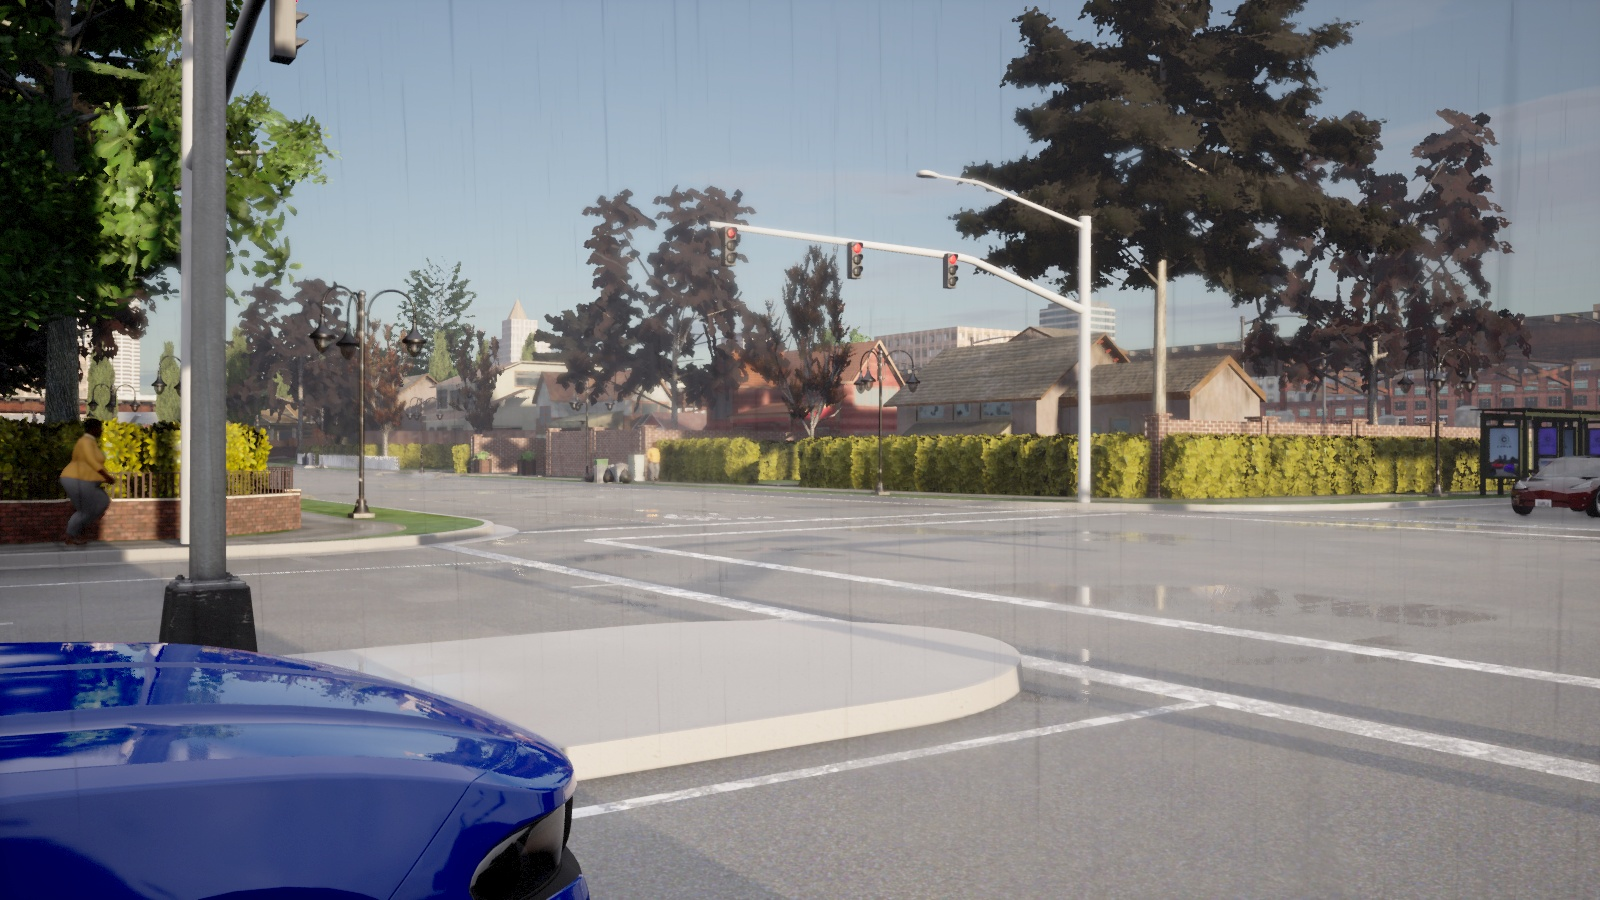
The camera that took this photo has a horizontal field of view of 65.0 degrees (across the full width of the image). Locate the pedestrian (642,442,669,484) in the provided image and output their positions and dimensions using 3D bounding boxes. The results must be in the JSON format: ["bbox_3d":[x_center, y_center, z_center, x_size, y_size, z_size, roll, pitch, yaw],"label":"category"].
[{"bbox_3d":[-6.435,0.560,55.797,0.874,1.855,0.900,0,0,-34],"label":"pedestrian"}]

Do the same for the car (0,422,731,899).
[{"bbox_3d":[-2.727,0.733,1.760,5.008,1.535,1.882,0,0,-35],"label":"car"}]

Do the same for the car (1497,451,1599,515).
[{"bbox_3d":[19.779,0.780,31.474,4.792,1.488,2.163,0,0,-35],"label":"car"}]

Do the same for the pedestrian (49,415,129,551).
[{"bbox_3d":[-10.050,0.457,17.736,0.900,1.855,0.874,0,0,-35],"label":"pedestrian"}]
